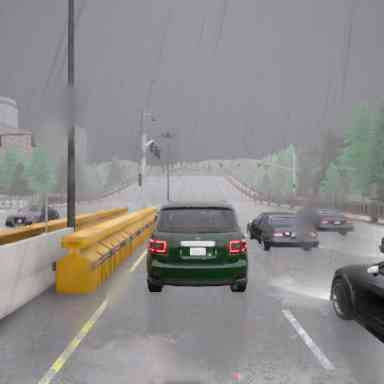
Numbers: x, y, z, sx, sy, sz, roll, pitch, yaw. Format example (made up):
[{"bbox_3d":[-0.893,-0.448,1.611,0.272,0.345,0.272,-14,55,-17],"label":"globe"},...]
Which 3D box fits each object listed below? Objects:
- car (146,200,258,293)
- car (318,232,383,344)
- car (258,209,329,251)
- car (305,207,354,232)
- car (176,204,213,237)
[{"bbox_3d":[0.114,1.222,8.986,2.150,2.045,5.566,0,0,0],"label":"car"},{"bbox_3d":[3.610,1.564,4.670,1.994,1.385,4.181,0,0,0],"label":"car"},{"bbox_3d":[3.622,1.548,14.134,2.033,1.411,5.357,0,0,0],"label":"car"},{"bbox_3d":[7.125,1.548,18.791,2.033,1.411,5.357,0,0,0],"label":"car"},{"bbox_3d":[0.128,1.506,19.103,1.837,1.490,4.892,0,0,0],"label":"car"}]
